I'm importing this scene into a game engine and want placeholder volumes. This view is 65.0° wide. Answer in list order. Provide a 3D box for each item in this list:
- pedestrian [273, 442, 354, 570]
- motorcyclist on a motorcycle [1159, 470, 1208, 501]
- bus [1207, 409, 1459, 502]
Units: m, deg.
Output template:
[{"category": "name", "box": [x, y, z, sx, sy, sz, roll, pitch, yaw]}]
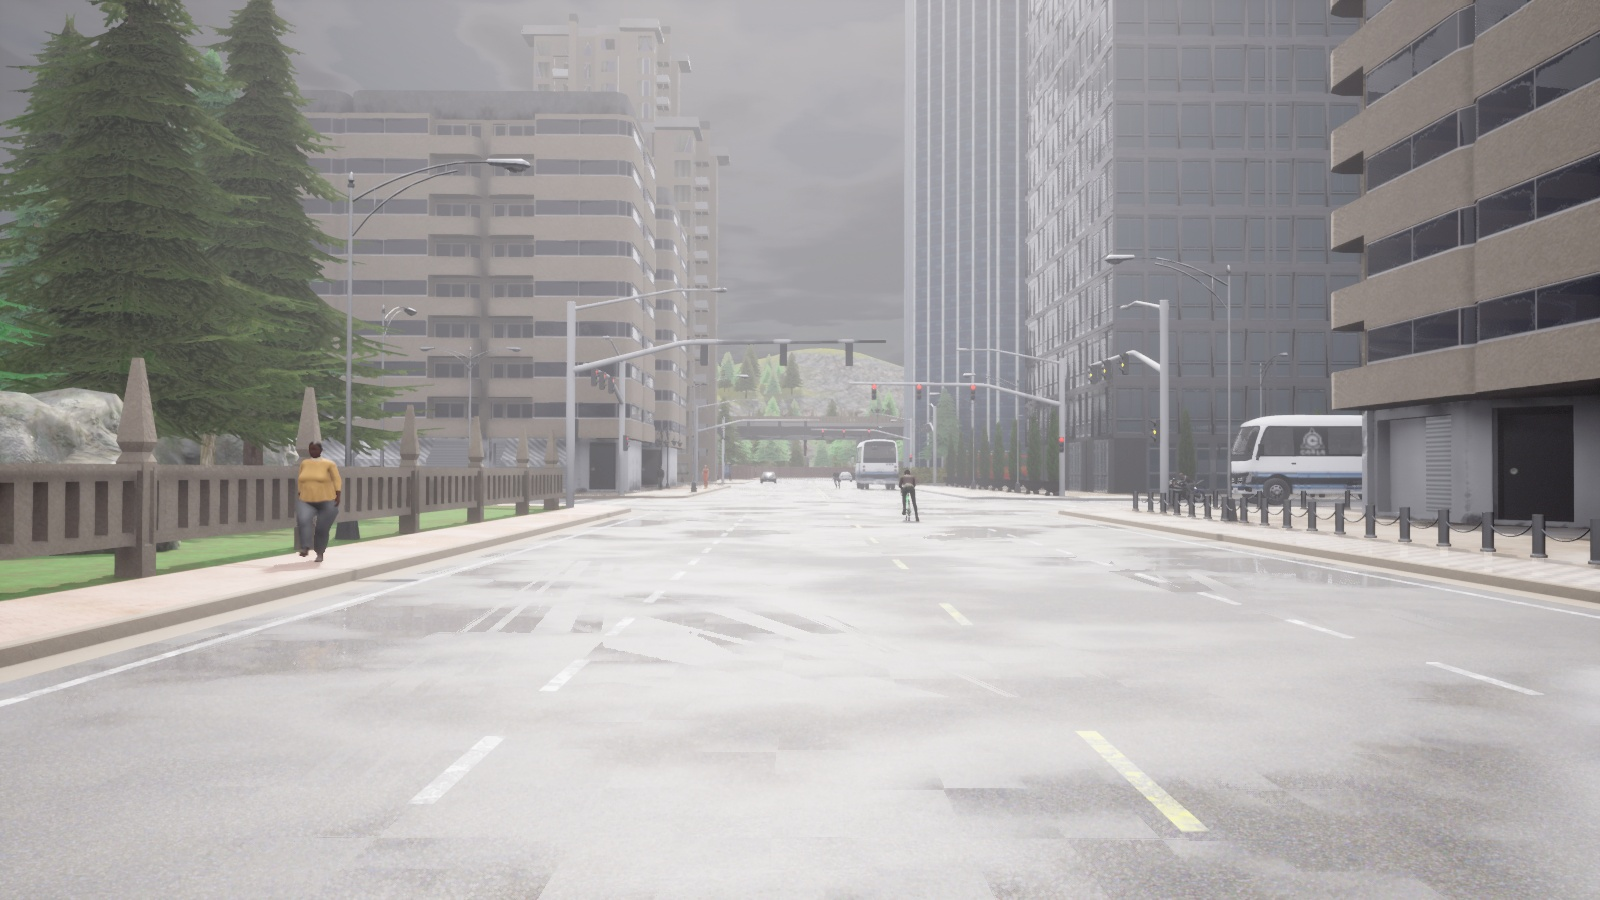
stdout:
[{"category": "pedestrian", "box": [-7.238, 0.816, 18.736, 0.874, 1.855, 0.900, 0, -1, -2]}, {"category": "motorcyclist on a motorcycle", "box": [19.262, 1.773, 63.053, 2.191, 1.530, 0.866, 0, -1, 0]}, {"category": "bus", "box": [25.076, 0.280, 59.561, 10.273, 4.253, 3.944, 0, -1, 0]}]
